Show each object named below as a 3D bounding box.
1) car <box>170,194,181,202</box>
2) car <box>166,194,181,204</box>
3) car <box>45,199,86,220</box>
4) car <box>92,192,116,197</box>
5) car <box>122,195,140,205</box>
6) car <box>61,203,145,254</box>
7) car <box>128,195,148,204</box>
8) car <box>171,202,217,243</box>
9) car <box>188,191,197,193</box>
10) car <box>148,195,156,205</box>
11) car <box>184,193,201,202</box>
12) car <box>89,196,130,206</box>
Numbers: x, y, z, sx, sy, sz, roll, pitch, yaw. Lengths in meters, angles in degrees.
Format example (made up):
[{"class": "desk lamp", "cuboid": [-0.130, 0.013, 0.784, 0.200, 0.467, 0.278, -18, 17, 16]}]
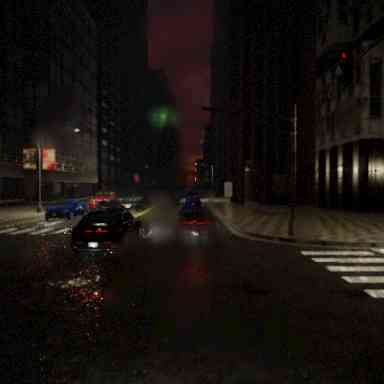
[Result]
[{"class": "car", "cuboid": [-3.243, 1.150, 65.381, 1.812, 1.442, 4.674, 0, 0, 0]}, {"class": "car", "cuboid": [-3.245, 1.244, 55.380, 1.994, 1.385, 4.181, 0, 0, 0]}, {"class": "car", "cuboid": [-9.832, 1.325, 26.190, 1.882, 1.535, 5.008, 0, 0, -1]}, {"class": "car", "cuboid": [-9.828, 1.008, 37.323, 2.150, 2.045, 5.566, 0, 0, 0]}, {"class": "car", "cuboid": [-9.775, 1.255, 53.589, 1.994, 1.385, 4.181, 0, 0, 0]}, {"class": "car", "cuboid": [-3.143, 1.405, 12.986, 1.837, 1.490, 4.892, 0, 0, 0]}, {"class": "car", "cuboid": [-6.579, 1.278, 36.883, 2.128, 1.511, 4.902, 0, 0, 0]}, {"class": "car", "cuboid": [0.107, 1.403, 15.381, 1.837, 1.490, 4.892, 0, 0, 0]}, {"class": "car", "cuboid": [0.074, 0.863, 62.485, 2.150, 2.045, 5.566, 0, 1, 0]}, {"class": "car", "cuboid": [-6.548, 1.214, 50.574, 1.837, 1.490, 4.892, 0, 0, 0]}, {"class": "car", "cuboid": [0.105, 1.244, 40.306, 1.882, 1.535, 5.008, 0, 0, 0]}, {"class": "car", "cuboid": [-6.590, 1.350, 26.648, 1.837, 1.490, 4.892, 0, 0, 0]}]
